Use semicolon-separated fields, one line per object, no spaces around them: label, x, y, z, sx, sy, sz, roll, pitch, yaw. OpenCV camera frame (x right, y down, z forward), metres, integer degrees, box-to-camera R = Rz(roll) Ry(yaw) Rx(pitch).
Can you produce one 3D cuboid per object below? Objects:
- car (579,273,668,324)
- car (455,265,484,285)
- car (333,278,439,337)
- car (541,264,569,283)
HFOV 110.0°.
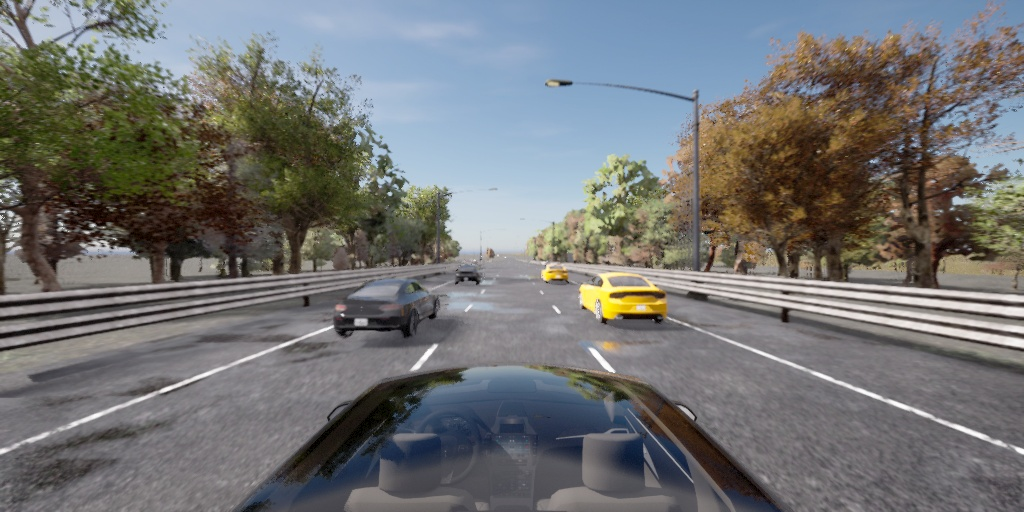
car;3.598;1.315;12.469;1.882;1.535;5.008;0;0;0
car;-3.411;1.481;28.988;1.837;1.490;4.892;0;-1;0
car;-3.404;1.346;10.385;1.812;1.442;4.674;0;0;0
car;3.588;1.467;30.457;1.882;1.535;5.008;0;-1;0
